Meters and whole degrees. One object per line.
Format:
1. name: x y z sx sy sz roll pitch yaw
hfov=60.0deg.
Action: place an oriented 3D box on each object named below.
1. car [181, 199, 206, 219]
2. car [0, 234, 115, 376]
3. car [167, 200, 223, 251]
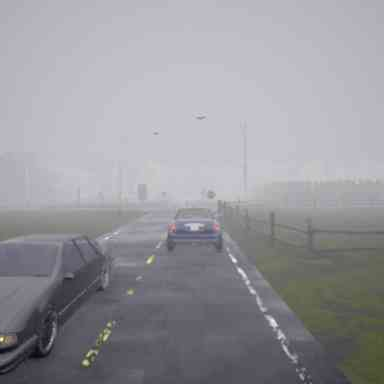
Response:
1. car: 0.107 1.467 30.180 2.128 1.511 4.902 0 0 0
2. car: -2.849 1.542 6.203 2.033 1.411 5.357 0 0 0
3. car: 0.105 1.339 14.189 2.097 1.767 4.553 0 0 0
